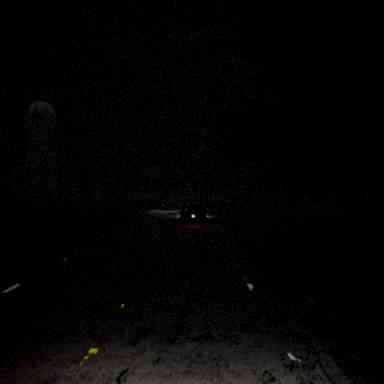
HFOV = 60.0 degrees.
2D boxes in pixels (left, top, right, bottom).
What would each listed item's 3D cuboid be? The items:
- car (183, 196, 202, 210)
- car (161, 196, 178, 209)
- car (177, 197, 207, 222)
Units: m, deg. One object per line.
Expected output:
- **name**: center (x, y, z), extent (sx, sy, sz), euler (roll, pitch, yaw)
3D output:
- **car**: center (0.048, 1.299, 41.407), extent (2.128, 1.511, 4.902), euler (0, 0, 0)
- **car**: center (-2.800, 1.202, 41.713), extent (1.882, 1.535, 5.008), euler (0, 0, 0)
- **car**: center (0.084, 1.382, 24.891), extent (1.837, 1.490, 4.892), euler (0, 0, 0)
